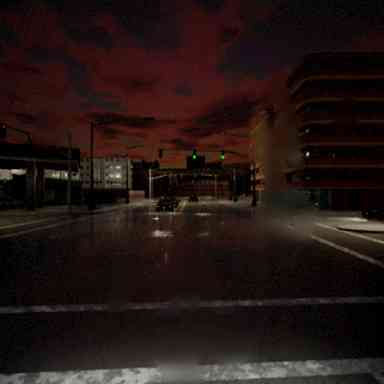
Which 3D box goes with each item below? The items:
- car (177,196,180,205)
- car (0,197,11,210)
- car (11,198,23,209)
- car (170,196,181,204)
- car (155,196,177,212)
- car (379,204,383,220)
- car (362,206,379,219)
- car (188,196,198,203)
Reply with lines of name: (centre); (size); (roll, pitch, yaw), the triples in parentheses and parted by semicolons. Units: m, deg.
car: (-3.188, 1.340, 47.657); (2.097, 1.767, 4.553); (0, 0, 0)
car: (-23.294, 1.286, 37.023); (4.611, 1.667, 2.242); (0, 0, 1)
car: (-24.008, 1.445, 42.774); (3.806, 1.475, 1.970); (0, 0, 1)
car: (-3.256, 1.547, 66.865); (1.994, 1.385, 4.181); (0, 0, 0)
car: (-3.079, 1.495, 38.452); (1.837, 1.490, 4.892); (0, 0, -1)
car: (16.313, 1.595, 23.597); (4.718, 1.301, 1.895); (0, 0, -3)
car: (16.231, 1.557, 27.080); (4.181, 1.385, 1.994); (0, 0, 1)
car: (0.242, 1.488, 67.122); (1.837, 1.490, 4.892); (0, 0, 0)
